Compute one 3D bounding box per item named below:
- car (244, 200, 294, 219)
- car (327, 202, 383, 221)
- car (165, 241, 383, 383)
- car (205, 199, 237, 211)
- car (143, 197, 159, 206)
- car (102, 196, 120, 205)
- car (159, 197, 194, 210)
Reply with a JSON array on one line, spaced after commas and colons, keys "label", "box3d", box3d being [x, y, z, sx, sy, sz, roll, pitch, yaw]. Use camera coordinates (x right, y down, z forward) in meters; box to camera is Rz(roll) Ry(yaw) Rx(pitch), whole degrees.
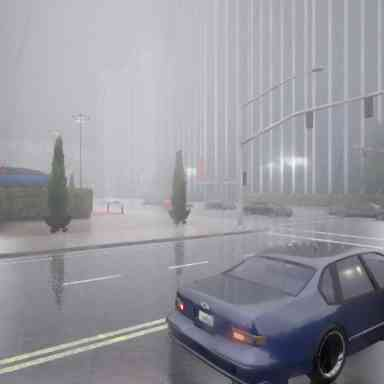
[{"label": "car", "box3d": [6.682, 1.505, 29.296, 1.837, 1.490, 4.892, 0, 0, -32]}, {"label": "car", "box3d": [14.004, 1.547, 27.133, 5.357, 1.411, 2.033, 0, 0, 41]}, {"label": "car", "box3d": [2.224, 1.547, 5.389, 5.357, 1.411, 2.033, 0, 0, -35]}, {"label": "car", "box3d": [3.380, 1.525, 40.099, 1.812, 1.442, 4.674, 0, 0, -36]}, {"label": "car", "box3d": [-6.193, 1.563, 53.332, 1.994, 1.385, 4.181, 0, 0, -36]}, {"label": "car", "box3d": [-14.319, 1.525, 58.694, 1.812, 1.442, 4.674, 0, 0, -36]}, {"label": "car", "box3d": [-1.724, 1.354, 41.175, 2.097, 1.767, 4.553, 0, 0, -36]}]
